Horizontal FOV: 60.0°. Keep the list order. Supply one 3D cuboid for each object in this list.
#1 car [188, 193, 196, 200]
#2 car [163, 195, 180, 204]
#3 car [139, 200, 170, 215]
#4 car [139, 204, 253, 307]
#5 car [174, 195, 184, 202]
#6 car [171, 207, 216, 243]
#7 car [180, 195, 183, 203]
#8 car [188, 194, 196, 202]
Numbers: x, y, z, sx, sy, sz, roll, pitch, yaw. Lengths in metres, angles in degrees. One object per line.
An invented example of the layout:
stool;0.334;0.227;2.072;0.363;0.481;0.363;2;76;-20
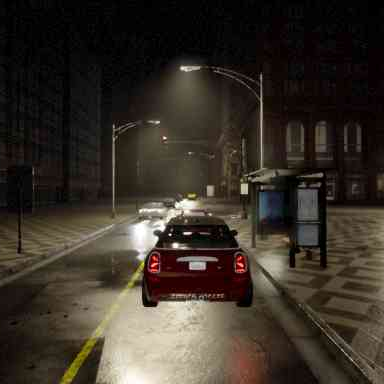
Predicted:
car;-0.045;1.127;84.335;1.882;1.535;5.008;0;0;0
car;-3.122;1.489;44.649;2.033;1.411;5.357;0;0;0
car;-3.117;1.578;26.988;1.895;1.301;4.718;0;0;0
car;0.096;1.352;8.126;2.097;1.767;4.553;0;0;0
car;-3.040;1.360;76.480;2.128;1.511;4.902;0;0;0
car;0.087;1.558;16.769;1.994;1.385;4.181;0;0;1
car;-3.097;1.390;61.281;2.128;1.511;4.902;0;0;0
car;-0.039;1.442;74.360;1.895;1.301;4.718;0;0;0
